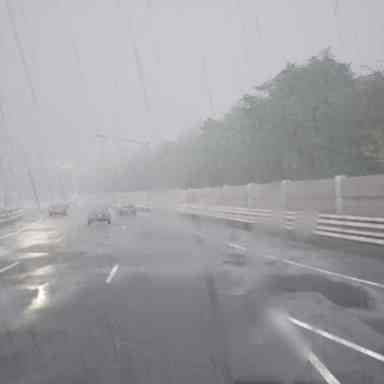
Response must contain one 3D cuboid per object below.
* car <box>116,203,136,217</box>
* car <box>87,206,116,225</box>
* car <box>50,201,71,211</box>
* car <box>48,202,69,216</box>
[{"bbox_3d":[-7.654,2.008,38.030,2.128,1.511,4.902,-1,-1,-21],"label":"car"},{"bbox_3d":[-8.025,1.974,28.644,2.033,1.411,5.357,-1,-1,-17],"label":"car"},{"bbox_3d":[-23.819,2.503,60.172,2.128,1.511,4.902,0,-1,-39],"label":"car"},{"bbox_3d":[-17.084,2.277,42.139,1.994,1.385,4.181,-1,-1,-26],"label":"car"}]
